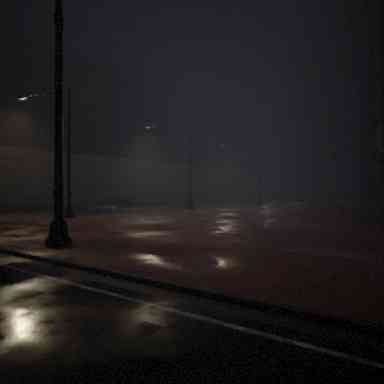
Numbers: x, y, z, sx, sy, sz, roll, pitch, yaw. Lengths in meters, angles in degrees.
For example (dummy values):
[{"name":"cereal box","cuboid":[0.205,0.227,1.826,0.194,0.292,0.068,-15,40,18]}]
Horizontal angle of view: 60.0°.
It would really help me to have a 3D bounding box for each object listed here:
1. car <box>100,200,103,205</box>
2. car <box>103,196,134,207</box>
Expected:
[{"name":"car","cuboid":[-12.837,1.422,55.081,1.882,1.535,5.008,0,0,36]},{"name":"car","cuboid":[-10.994,1.475,51.691,1.812,1.442,4.674,0,0,36]}]
